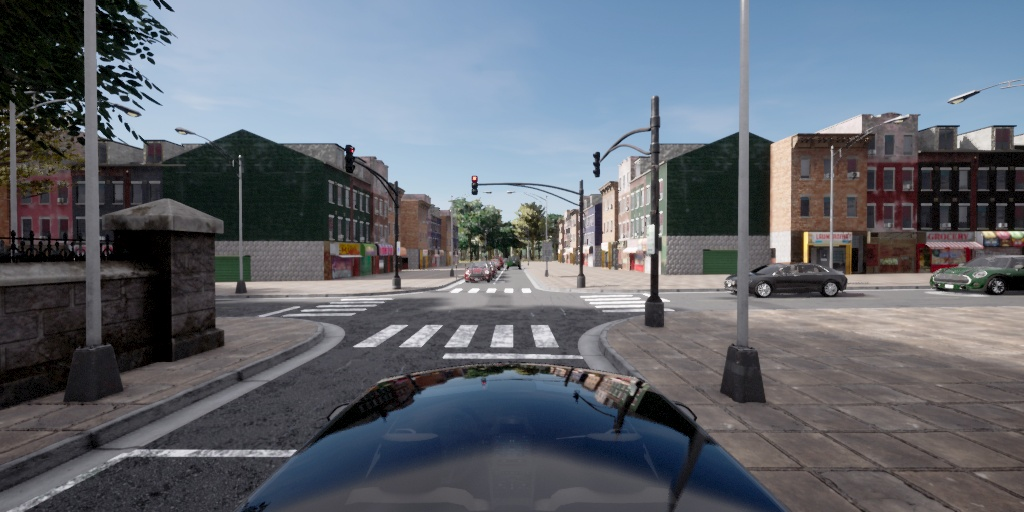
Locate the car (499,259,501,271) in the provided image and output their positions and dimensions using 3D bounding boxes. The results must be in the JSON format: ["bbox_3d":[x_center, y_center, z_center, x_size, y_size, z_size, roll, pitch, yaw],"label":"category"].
[{"bbox_3d":[-2.509,1.335,38.978,1.948,1.339,4.313,0,0,0],"label":"car"}]

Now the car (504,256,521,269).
[{"bbox_3d":[0.297,1.019,57.666,2.150,2.045,5.566,0,0,0],"label":"car"}]

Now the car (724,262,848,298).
[{"bbox_3d":[12.326,1.046,16.323,4.892,1.490,1.837,-1,1,0],"label":"car"}]

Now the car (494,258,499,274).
[{"bbox_3d":[-2.529,1.203,33.543,1.967,1.591,4.097,0,0,0],"label":"car"}]

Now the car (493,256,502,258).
[{"bbox_3d":[-2.817,1.259,60.919,1.801,1.575,5.366,0,0,0],"label":"car"}]

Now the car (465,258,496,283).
[{"bbox_3d":[-2.548,1.199,28.109,1.967,1.591,4.097,0,0,0],"label":"car"}]

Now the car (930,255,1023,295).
[{"bbox_3d":[22.104,0.763,16.285,4.553,1.767,2.097,-1,1,0],"label":"car"}]

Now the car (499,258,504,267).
[{"bbox_3d":[-2.470,1.329,49.847,1.888,1.381,4.507,0,0,0],"label":"car"}]
